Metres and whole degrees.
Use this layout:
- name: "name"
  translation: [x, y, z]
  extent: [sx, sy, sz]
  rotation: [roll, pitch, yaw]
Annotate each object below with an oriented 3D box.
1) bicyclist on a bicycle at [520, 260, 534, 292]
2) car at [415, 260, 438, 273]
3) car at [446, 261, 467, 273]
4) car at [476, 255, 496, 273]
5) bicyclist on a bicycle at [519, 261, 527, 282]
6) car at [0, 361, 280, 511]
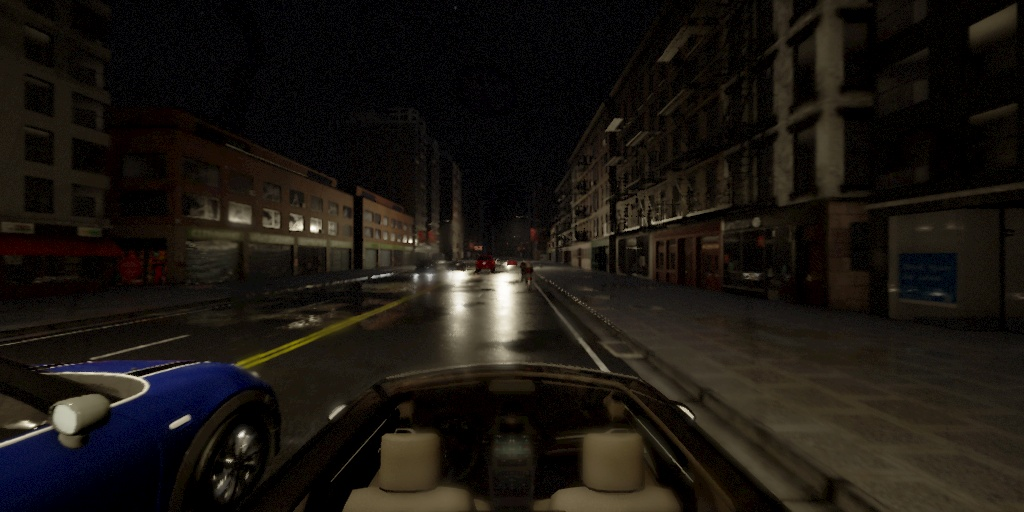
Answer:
- name: "bicyclist on a bicycle"
  translation: [0.896, 1.104, 19.489]
  extent: [0.659, 1.776, 1.843]
  rotation: [0, 0, 0]
- name: "car"
  translation: [-9.833, 1.207, 41.536]
  extent: [1.837, 1.490, 4.892]
  rotation: [0, 1, 0]
- name: "car"
  translation: [-6.578, 1.267, 43.093]
  extent: [1.994, 1.385, 4.181]
  rotation: [0, 0, 0]
- name: "car"
  translation: [-3.146, 0.923, 43.515]
  extent: [2.150, 2.045, 5.566]
  rotation: [0, 0, 0]
- name: "bicyclist on a bicycle"
  translation: [0.896, 1.176, 28.420]
  extent: [0.582, 1.620, 1.656]
  rotation: [0, 0, 0]
- name: "car"
  translation: [-3.150, 1.103, 1.381]
  extent: [2.097, 1.767, 4.553]
  rotation: [0, 0, 0]
